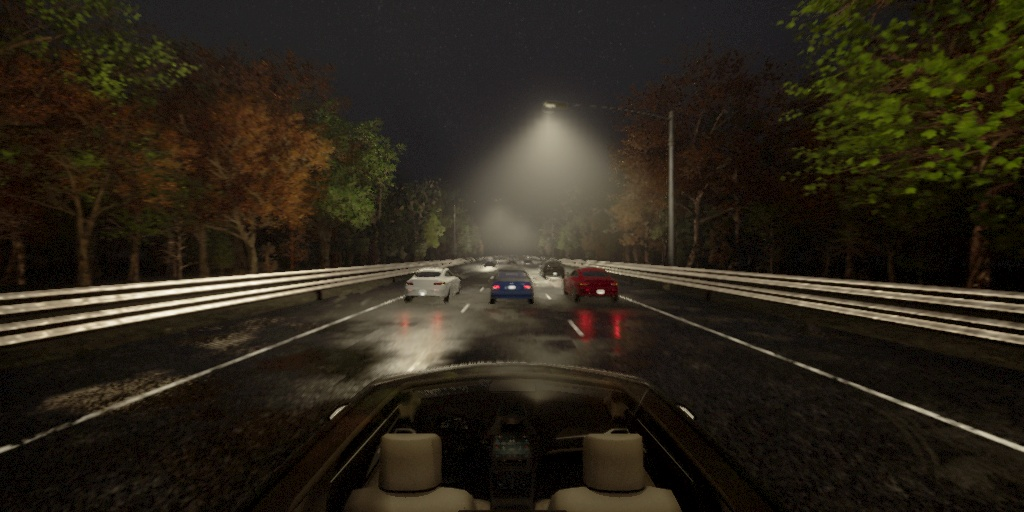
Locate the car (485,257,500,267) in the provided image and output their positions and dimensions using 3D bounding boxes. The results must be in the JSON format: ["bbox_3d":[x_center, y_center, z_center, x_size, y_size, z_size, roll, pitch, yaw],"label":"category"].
[{"bbox_3d":[-3.534,1.120,59.673,2.033,1.411,5.357,0,0,0],"label":"car"}]

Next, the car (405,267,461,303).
[{"bbox_3d":[-3.511,1.242,16.387,1.812,1.442,4.674,0,0,0],"label":"car"}]

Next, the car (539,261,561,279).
[{"bbox_3d":[3.481,1.169,31.457,1.837,1.490,4.892,0,0,0],"label":"car"}]

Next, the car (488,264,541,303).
[{"bbox_3d":[-0.010,1.259,16.387,2.033,1.411,5.357,0,0,0],"label":"car"}]

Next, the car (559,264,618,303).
[{"bbox_3d":[3.488,1.233,16.390,1.812,1.442,4.674,0,0,0],"label":"car"}]
